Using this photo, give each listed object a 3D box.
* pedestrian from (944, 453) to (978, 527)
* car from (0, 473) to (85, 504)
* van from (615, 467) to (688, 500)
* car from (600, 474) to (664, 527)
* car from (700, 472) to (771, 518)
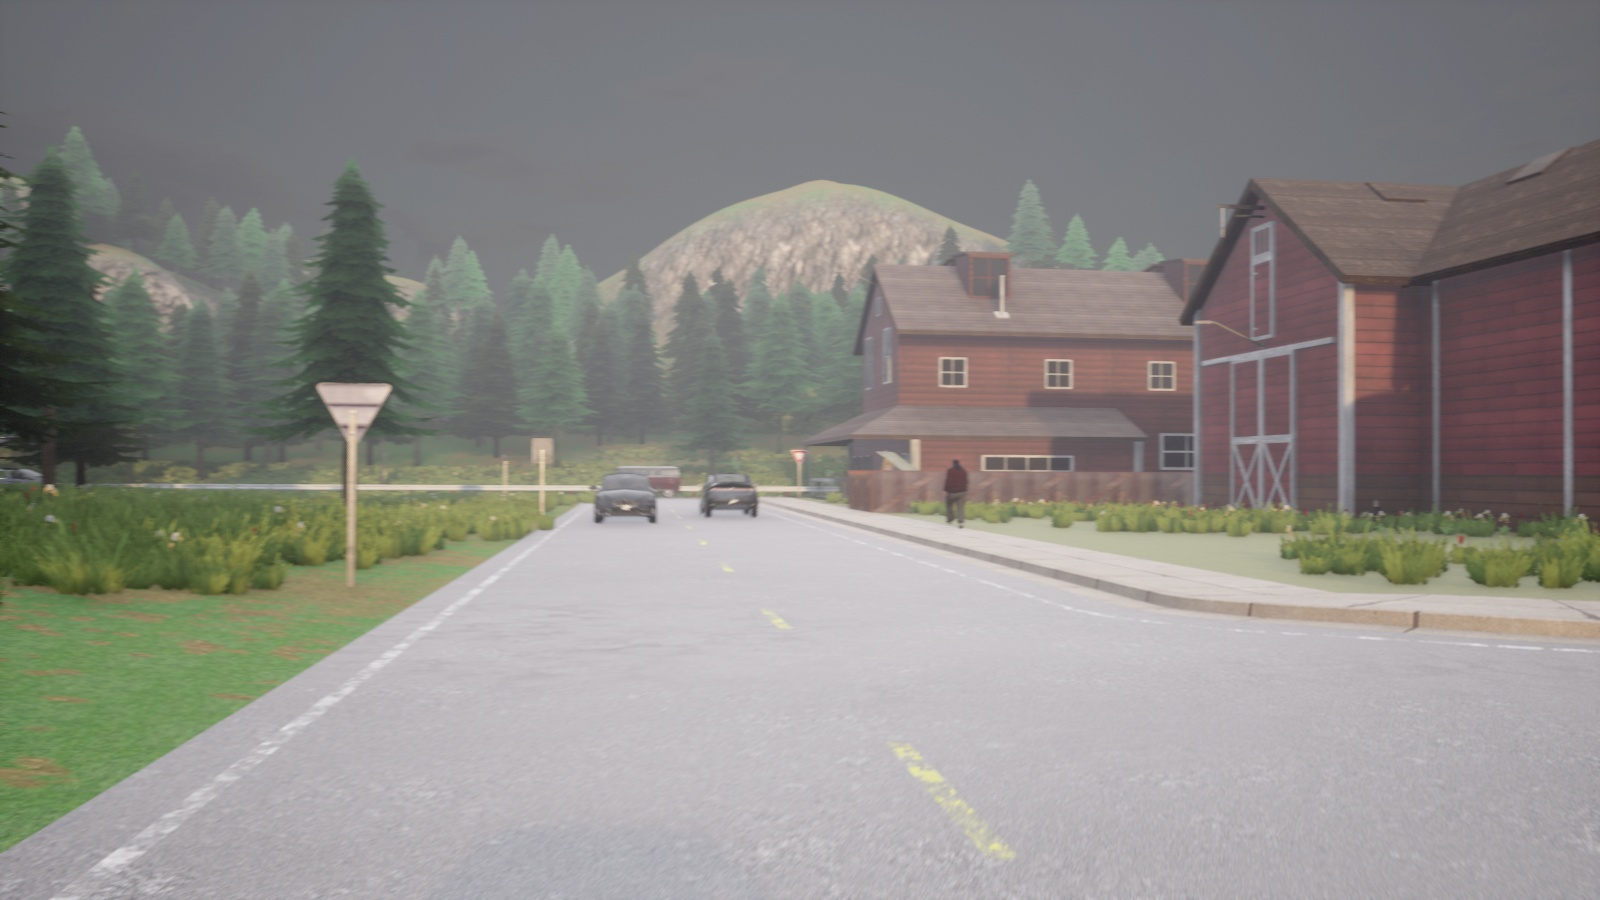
[{"bbox_3d":[4.099,1.015,32.040,0.634,1.844,0.899,0,-1,-7],"label":"pedestrian"},{"bbox_3d":[-42.587,2.112,69.662,4.611,1.667,2.242,0,-1,-7],"label":"car"},{"bbox_3d":[-9.170,2.051,77.463,4.442,1.987,1.775,0,-2,-7],"label":"van"},{"bbox_3d":[-5.122,1.498,38.430,1.837,1.490,4.892,0,-1,-7],"label":"car"},{"bbox_3d":[-2.326,1.543,44.225,2.128,1.511,4.902,0,-1,-7],"label":"car"}]
